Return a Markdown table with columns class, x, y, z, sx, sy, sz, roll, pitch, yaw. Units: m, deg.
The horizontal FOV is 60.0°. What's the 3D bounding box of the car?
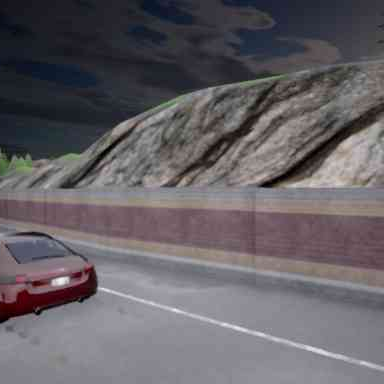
| class | x | y | z | sx | sy | sz | roll | pitch | yaw |
| --- | --- | --- | --- | --- | --- | --- | --- | --- | --- |
| car | -3.906 | 1.557 | 7.186 | 4.181 | 1.385 | 1.994 | 0 | 0 | 39 |
